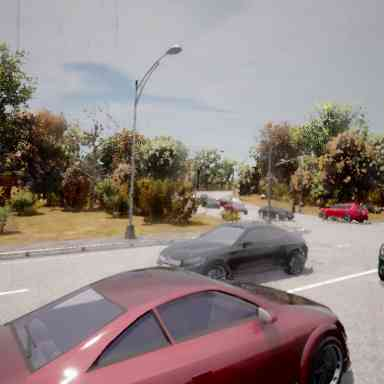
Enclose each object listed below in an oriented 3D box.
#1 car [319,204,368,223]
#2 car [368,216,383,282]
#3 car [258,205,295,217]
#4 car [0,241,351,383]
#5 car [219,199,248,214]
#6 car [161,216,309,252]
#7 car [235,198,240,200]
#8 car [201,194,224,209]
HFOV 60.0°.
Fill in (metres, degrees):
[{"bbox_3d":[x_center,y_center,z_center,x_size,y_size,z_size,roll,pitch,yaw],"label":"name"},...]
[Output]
[{"bbox_3d":[16.856,2.326,37.208,2.150,2.045,5.566,3,-1,-25],"label":"car"},{"bbox_3d":[6.905,1.480,8.739,4.553,1.767,2.097,2,-1,-36],"label":"car"},{"bbox_3d":[9.251,2.280,36.693,1.837,1.490,4.892,3,-1,-23],"label":"car"},{"bbox_3d":[-0.109,1.570,3.674,4.181,1.385,1.994,0,0,-36],"label":"car"},{"bbox_3d":[5.896,2.187,45.347,1.812,1.442,4.674,3,0,-19],"label":"car"},{"bbox_3d":[1.302,1.572,9.148,4.674,1.442,1.812,1,-1,-35],"label":"car"},{"bbox_3d":[8.333,1.864,64.238,1.812,1.442,4.674,2,2,-11],"label":"car"},{"bbox_3d":[3.063,1.732,54.906,2.097,1.767,4.553,3,1,-14],"label":"car"}]
